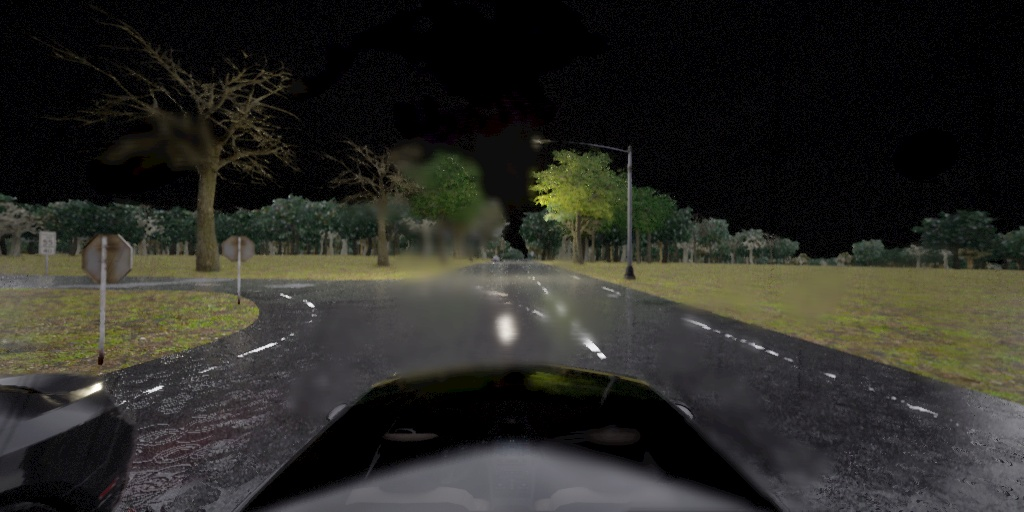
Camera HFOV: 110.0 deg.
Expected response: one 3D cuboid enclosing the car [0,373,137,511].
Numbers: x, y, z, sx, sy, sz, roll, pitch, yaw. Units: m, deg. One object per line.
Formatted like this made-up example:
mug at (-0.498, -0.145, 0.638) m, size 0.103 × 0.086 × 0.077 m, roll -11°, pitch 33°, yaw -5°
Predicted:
car at (-3.498, 1.276, 0.366) m, size 1.837 × 1.490 × 4.892 m, roll 0°, pitch 1°, yaw 0°
